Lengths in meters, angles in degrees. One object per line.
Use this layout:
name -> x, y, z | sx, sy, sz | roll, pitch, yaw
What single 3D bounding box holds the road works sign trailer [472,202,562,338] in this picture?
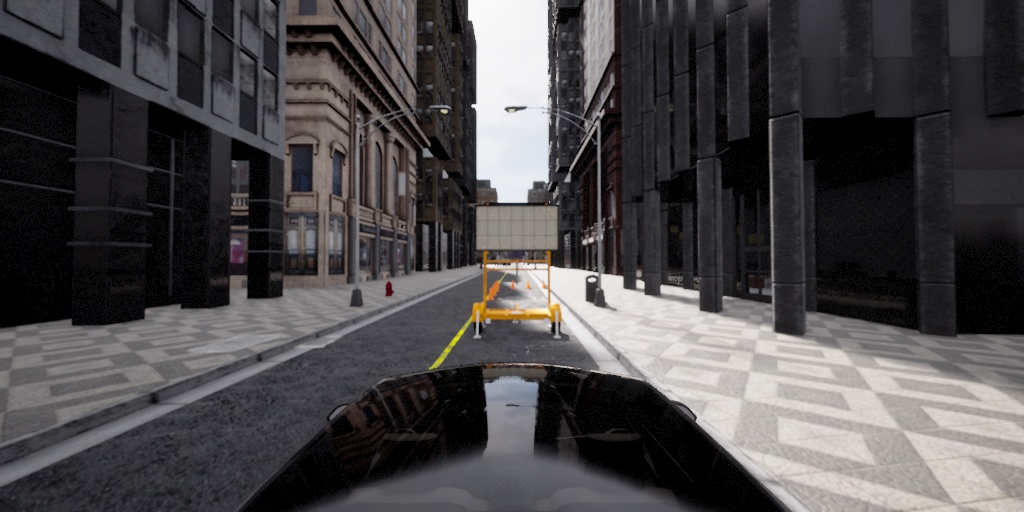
road works sign trailer -> 0.149, 0.267, 10.346 | 2.380, 3.560, 2.880 | 0, 0, 1
